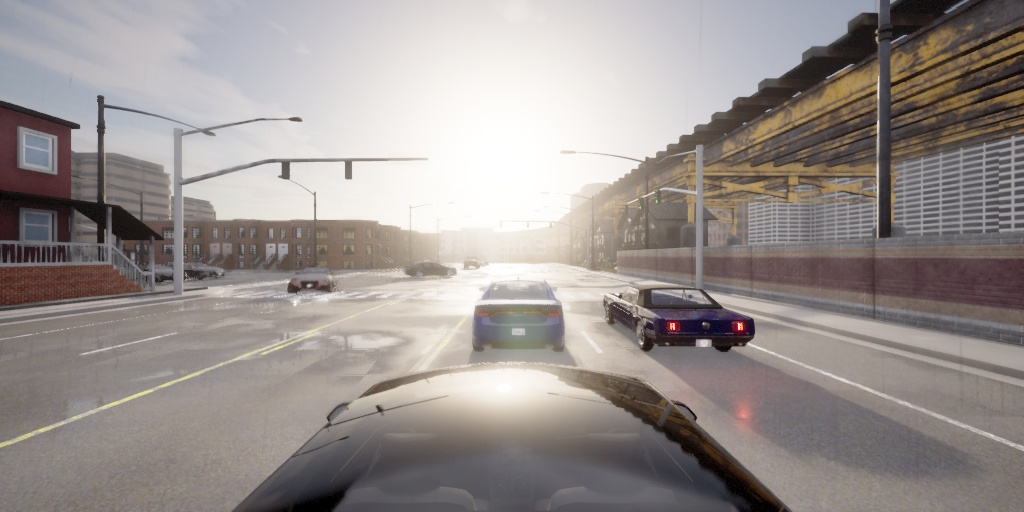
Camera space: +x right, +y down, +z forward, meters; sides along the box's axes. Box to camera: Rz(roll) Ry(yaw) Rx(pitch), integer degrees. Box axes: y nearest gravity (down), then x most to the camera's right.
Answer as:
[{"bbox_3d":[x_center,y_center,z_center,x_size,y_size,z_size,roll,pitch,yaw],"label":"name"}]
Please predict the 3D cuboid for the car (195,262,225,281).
[{"bbox_3d":[-26.779,1.241,29.929,4.902,1.511,2.128,0,0,1],"label":"car"}]

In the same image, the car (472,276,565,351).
[{"bbox_3d":[0.157,1.228,9.003,1.882,1.535,5.008,0,0,1],"label":"car"}]

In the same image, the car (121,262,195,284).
[{"bbox_3d":[-26.481,1.314,26.425,4.181,1.385,1.994,0,0,1],"label":"car"}]

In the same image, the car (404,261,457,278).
[{"bbox_3d":[-7.558,1.254,33.427,4.892,1.490,1.837,0,1,-33],"label":"car"}]

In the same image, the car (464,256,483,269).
[{"bbox_3d":[-6.362,0.971,57.611,2.150,2.045,5.566,0,0,1],"label":"car"}]

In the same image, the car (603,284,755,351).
[{"bbox_3d":[3.656,1.351,8.964,1.895,1.301,4.718,0,0,1],"label":"car"}]

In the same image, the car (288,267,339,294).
[{"bbox_3d":[-10.961,1.314,20.113,1.994,1.385,4.181,0,0,-20],"label":"car"}]
